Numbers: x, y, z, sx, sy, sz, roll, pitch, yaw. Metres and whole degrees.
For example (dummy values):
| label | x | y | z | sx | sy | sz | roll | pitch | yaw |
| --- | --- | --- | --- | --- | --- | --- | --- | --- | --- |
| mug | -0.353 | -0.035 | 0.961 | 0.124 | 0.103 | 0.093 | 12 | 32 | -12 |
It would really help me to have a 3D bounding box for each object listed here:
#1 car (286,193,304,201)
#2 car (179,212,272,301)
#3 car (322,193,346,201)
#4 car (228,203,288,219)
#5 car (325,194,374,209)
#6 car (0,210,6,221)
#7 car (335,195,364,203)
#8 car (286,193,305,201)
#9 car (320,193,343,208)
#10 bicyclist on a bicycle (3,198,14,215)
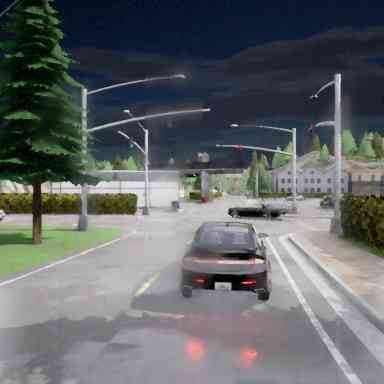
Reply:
| label | x | y | z | sx | sy | sz | roll | pitch | yaw |
| --- | --- | --- | --- | --- | --- | --- | --- | --- | --- |
| car | 23.431 | 1.361 | 75.671 | 3.806 | 1.475 | 1.970 | 0 | 0 | 8 |
| car | 0.893 | 1.492 | 8.427 | 2.128 | 1.511 | 4.902 | 0 | 0 | 8 |
| car | 31.833 | 1.097 | 74.527 | 4.605 | 1.855 | 1.932 | 0 | 0 | 8 |
| car | 5.381 | 1.601 | 27.777 | 4.718 | 1.301 | 1.895 | 0 | 0 | 35 |
| car | 18.325 | 1.340 | 38.627 | 4.514 | 1.523 | 2.007 | 0 | 0 | 8 |
| car | -16.558 | 1.526 | 25.230 | 4.674 | 1.442 | 1.812 | 0 | 0 | 8 |
| car | 29.393 | 1.298 | 62.291 | 4.514 | 1.523 | 2.007 | 0 | 0 | 8 |
| car | 24.500 | 1.077 | 78.878 | 3.866 | 1.878 | 1.905 | 0 | 0 | 8 |
| car | 18.710 | 1.330 | 41.740 | 5.027 | 1.636 | 2.152 | 0 | 0 | 8 |
| bicyclist on a bicycle | -17.932 | 1.453 | 32.567 | 0.582 | 1.620 | 1.656 | 0 | 0 | 7 |
